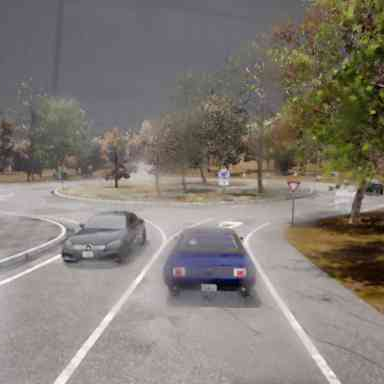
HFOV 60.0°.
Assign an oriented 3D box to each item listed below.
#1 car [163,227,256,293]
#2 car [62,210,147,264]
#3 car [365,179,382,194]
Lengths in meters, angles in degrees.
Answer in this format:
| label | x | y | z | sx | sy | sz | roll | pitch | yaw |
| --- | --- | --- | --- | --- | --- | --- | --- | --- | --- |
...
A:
| label | x | y | z | sx | sy | sz | roll | pitch | yaw |
| --- | --- | --- | --- | --- | --- | --- | --- | --- | --- |
| car | 0.441 | 1.581 | 8.832 | 1.895 | 1.301 | 4.718 | 0 | 1 | 2 |
| car | -2.811 | 1.425 | 11.737 | 1.812 | 1.442 | 4.674 | 0 | 2 | 3 |
| car | 19.345 | -0.685 | 36.145 | 1.837 | 1.490 | 4.892 | 3 | 6 | 20 |
